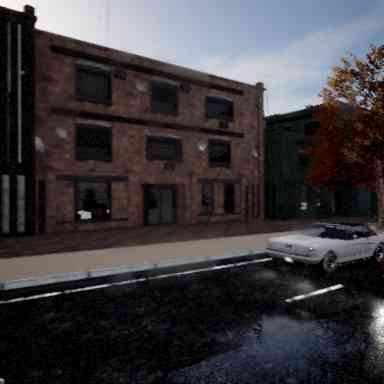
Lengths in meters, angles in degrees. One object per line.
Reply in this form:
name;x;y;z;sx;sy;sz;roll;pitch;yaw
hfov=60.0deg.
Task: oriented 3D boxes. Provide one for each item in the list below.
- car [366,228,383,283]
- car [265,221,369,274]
car;6.468;1.640;8.300;4.181;1.385;1.994;1;0;-36
car;4.610;1.677;10.965;4.718;1.301;1.895;1;0;-36
